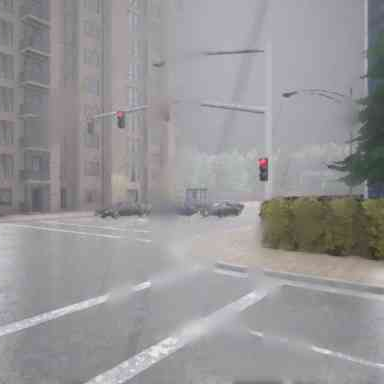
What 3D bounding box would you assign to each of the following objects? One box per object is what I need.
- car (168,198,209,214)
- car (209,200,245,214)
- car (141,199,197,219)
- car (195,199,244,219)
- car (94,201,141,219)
[{"bbox_3d":[-0.325,1.491,37.250,2.128,1.511,4.902,0,0,36],"label":"car"},{"bbox_3d":[3.974,1.601,37.201,1.895,1.301,4.718,0,0,36],"label":"car"},{"bbox_3d":[-1.680,1.547,29.459,2.033,1.411,5.357,0,0,36],"label":"car"},{"bbox_3d":[2.559,1.526,29.025,1.812,1.442,4.674,0,0,36],"label":"car"},{"bbox_3d":[-6.016,1.547,29.452,2.033,1.411,5.357,0,0,36],"label":"car"}]
